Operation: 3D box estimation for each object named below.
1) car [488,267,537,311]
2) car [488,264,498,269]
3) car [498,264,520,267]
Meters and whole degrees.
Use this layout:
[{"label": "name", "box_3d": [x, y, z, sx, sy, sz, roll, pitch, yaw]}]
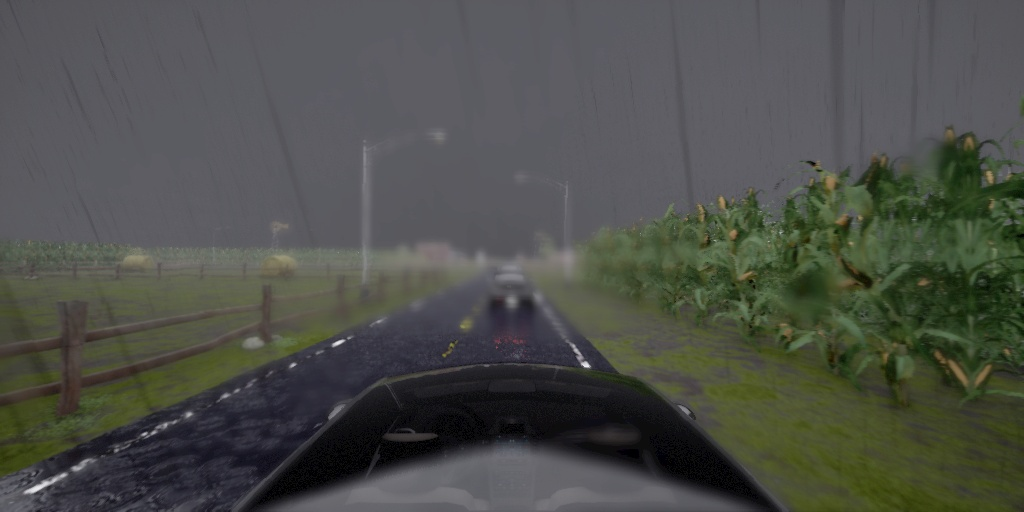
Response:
[{"label": "car", "box_3d": [0.022, 1.395, 15.349, 1.837, 1.490, 4.892, 0, 0, 1]}, {"label": "car", "box_3d": [-2.764, 1.919, 57.641, 1.895, 1.301, 4.718, 0, -1, 0]}, {"label": "car", "box_3d": [0.031, 1.525, 31.092, 1.882, 1.535, 5.008, 0, 0, 1]}]
